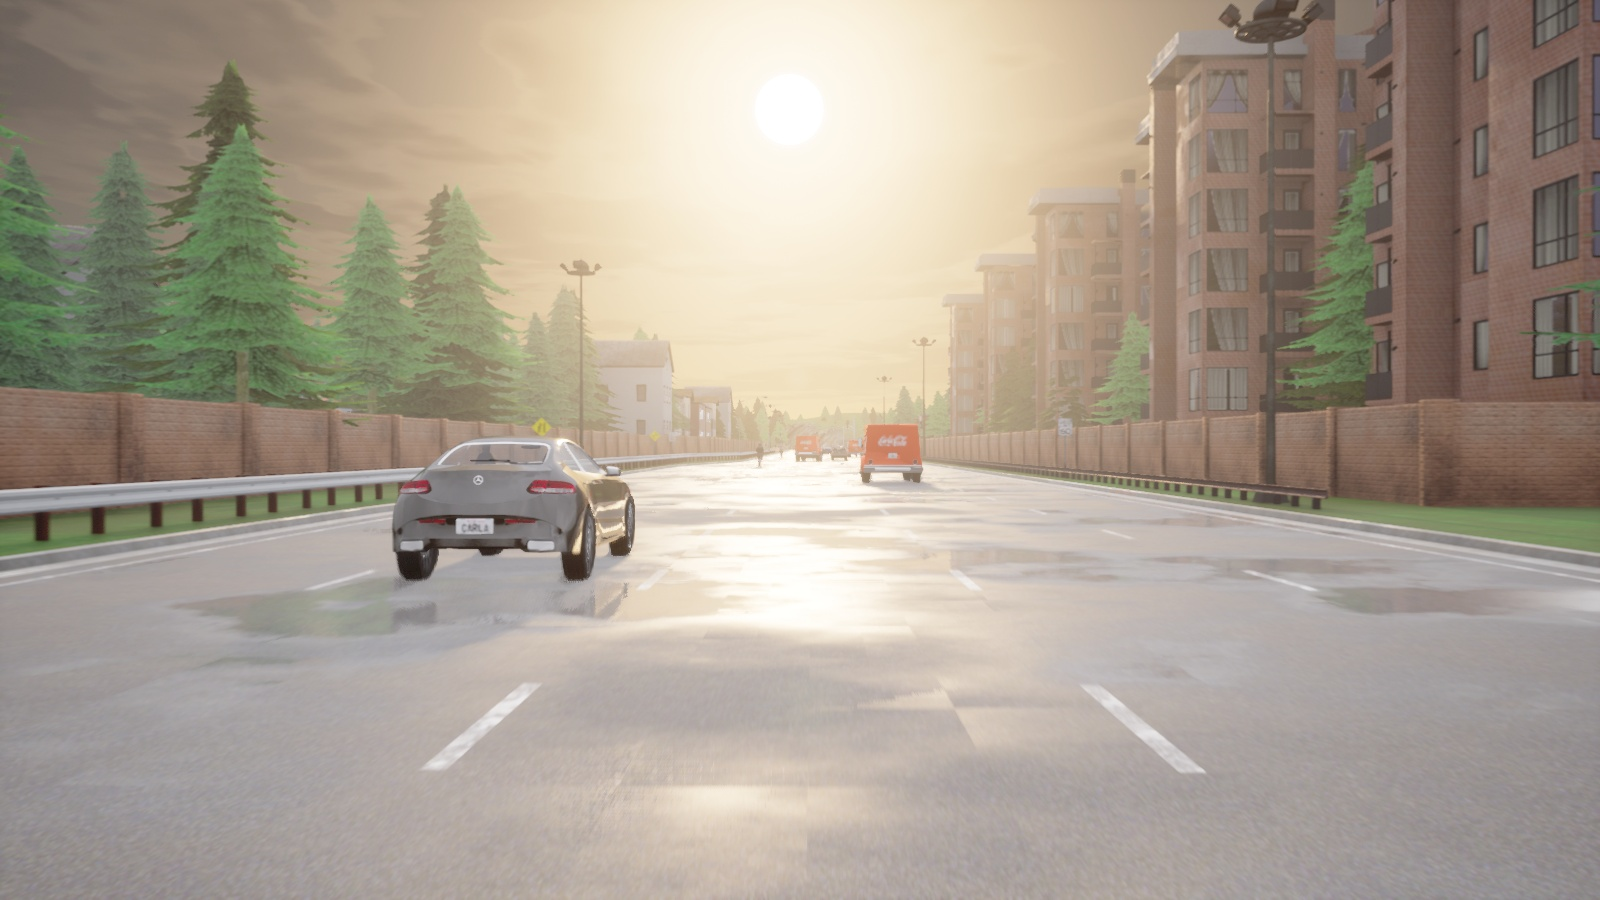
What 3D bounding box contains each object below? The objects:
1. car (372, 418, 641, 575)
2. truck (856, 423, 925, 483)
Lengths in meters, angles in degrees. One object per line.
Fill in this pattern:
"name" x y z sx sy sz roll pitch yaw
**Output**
"car" -3.395 0.482 15.679 2.152 1.651 5.027 0 0 0
"truck" 3.823 0.123 54.003 2.627 2.467 5.204 0 0 0
